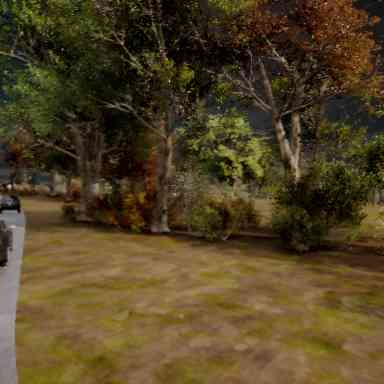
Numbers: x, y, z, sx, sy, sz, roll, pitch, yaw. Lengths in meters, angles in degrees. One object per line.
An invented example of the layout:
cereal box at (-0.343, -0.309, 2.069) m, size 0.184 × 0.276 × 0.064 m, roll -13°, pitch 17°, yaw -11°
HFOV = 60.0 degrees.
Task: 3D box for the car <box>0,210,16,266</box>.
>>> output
car at (-7.324, 1.605, 11.533) m, size 1.837 × 1.490 × 4.892 m, roll 1°, pitch -1°, yaw -26°

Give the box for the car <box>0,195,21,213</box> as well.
car at (-21.836, 1.404, 39.911) m, size 2.150 × 2.045 × 5.566 m, roll 0°, pitch 1°, yaw -29°
